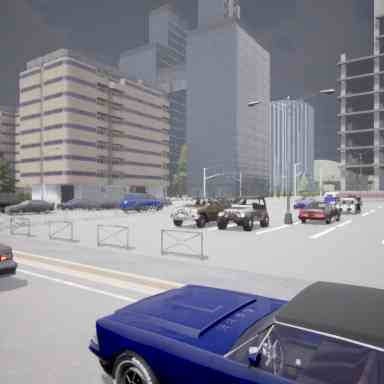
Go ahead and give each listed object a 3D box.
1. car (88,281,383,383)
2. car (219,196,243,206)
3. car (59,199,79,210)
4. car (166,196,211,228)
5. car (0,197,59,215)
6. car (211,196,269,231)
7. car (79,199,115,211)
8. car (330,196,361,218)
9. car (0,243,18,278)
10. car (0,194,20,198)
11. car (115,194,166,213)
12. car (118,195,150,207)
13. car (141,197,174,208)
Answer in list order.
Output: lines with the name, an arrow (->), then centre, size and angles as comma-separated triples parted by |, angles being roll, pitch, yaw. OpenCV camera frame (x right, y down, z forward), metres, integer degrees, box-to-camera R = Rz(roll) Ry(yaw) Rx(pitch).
car -> 1.172, 1.601, 3.153 | 4.718, 1.301, 1.895 | 0, 0, 35
car -> 6.430, 1.504, 54.492 | 1.837, 1.490, 4.892 | 0, 0, 34
car -> -14.502, 1.547, 42.500 | 2.033, 1.411, 5.357 | 0, 0, 34
car -> 0.694, 1.153, 20.908 | 1.932, 1.855, 4.605 | 0, 0, 34
car -> -16.264, 1.526, 33.553 | 1.812, 1.442, 4.674 | 0, 0, 34
car -> 3.062, 1.156, 19.242 | 1.905, 1.878, 3.866 | 0, 0, 34
car -> -10.934, 1.547, 41.525 | 2.033, 1.411, 5.357 | 0, 0, 34
car -> 15.086, 1.395, 32.197 | 1.970, 1.475, 3.806 | 0, 0, 34
car -> -6.673, 1.547, 8.669 | 5.357, 1.411, 2.033 | 0, 0, 35
car -> -20.212, 1.222, 33.991 | 2.150, 2.045, 5.566 | 0, 0, 34
car -> -5.417, 1.221, 36.837 | 2.150, 2.045, 5.566 | 0, 0, 34
car -> -8.826, 1.352, 50.896 | 2.097, 1.767, 4.553 | 0, 0, 35
car -> -5.142, 1.547, 50.141 | 2.033, 1.411, 5.357 | 0, 0, 34
